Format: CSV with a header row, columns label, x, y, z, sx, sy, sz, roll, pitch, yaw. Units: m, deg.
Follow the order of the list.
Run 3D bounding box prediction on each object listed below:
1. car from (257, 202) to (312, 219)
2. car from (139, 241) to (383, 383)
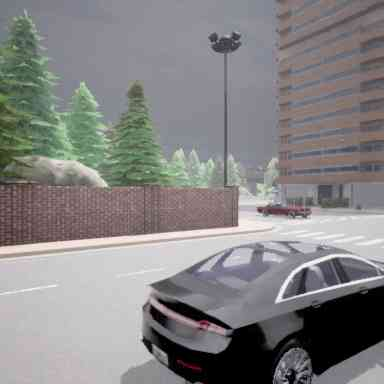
label,x,y,z,sx,sy,sz,roll,pitch,yaw
car,7.979,1.545,28.982,1.895,1.301,4.718,0,0,-35
car,1.632,1.491,4.906,4.902,1.511,2.128,0,0,-36
